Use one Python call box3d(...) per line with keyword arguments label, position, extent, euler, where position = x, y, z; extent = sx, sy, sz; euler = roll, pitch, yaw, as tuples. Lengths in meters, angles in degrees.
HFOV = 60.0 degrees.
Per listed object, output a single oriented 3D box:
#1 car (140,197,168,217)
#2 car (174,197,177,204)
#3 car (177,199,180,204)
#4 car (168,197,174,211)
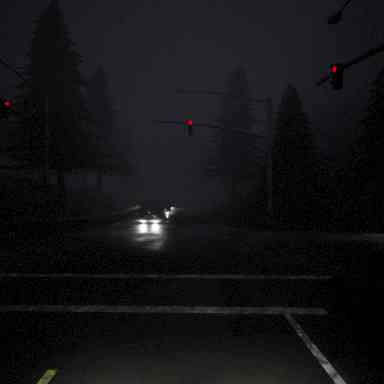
box3d(label="car", position=(-3.654, 1.491, 30.819), extent=(2.128, 1.511, 4.902), euler=(0, 0, 0))
box3d(label="car", position=(-4.024, 1.492, 51.554), extent=(2.128, 1.511, 4.902), euler=(0, 0, -11))
box3d(label="car", position=(-4.100, 1.564, 61.663), extent=(1.994, 1.385, 4.181), euler=(0, 0, -39))
box3d(label="car", position=(-3.648, 1.478, 41.028), extent=(1.882, 1.535, 5.008), euler=(0, 0, 0))
